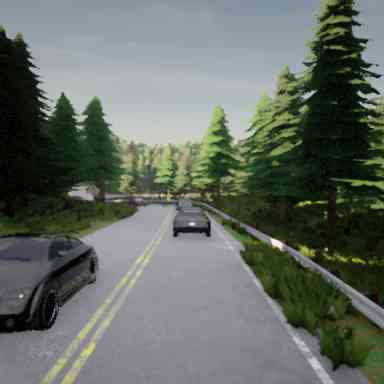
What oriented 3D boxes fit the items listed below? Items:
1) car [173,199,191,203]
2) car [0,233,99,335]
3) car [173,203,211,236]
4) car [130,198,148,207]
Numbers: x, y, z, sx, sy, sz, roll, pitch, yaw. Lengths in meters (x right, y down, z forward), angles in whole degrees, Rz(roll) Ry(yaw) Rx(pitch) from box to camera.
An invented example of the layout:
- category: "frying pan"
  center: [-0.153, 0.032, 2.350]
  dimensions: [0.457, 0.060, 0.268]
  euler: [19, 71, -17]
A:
- category: "car"
  center: [-1.099, 1.485, 39.359]
  dimensions: [2.033, 1.411, 5.357]
  euler: [-1, 0, -8]
- category: "car"
  center: [-3.316, 1.553, 6.717]
  dimensions: [1.994, 1.385, 4.181]
  euler: [0, 0, 0]
- category: "car"
  center: [-0.039, 1.537, 18.305]
  dimensions: [1.994, 1.385, 4.181]
  euler: [0, 0, -1]
- category: "car"
  center: [-8.180, 1.592, 50.092]
  dimensions: [1.812, 1.442, 4.674]
  euler: [-3, 0, -30]
